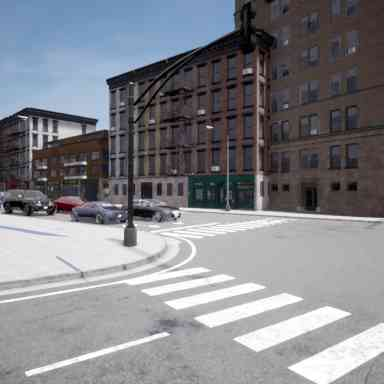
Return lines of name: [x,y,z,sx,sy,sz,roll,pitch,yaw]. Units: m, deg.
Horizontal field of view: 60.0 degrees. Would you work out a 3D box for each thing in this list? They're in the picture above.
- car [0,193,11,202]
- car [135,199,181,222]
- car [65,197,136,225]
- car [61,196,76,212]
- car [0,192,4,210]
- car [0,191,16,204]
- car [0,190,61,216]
car: [-33.169,0.897,57.589,4.674,1.442,1.812,1,0,43]
car: [-2.948,1.239,23.445,4.902,1.511,2.128,1,0,38]
car: [-6.030,1.281,21.719,4.181,1.385,1.994,1,0,37]
car: [-10.399,1.125,29.266,5.008,1.535,1.882,1,0,39]
car: [-21.149,0.876,33.850,4.553,1.767,2.097,1,0,40]
car: [-27.611,0.786,48.214,4.553,1.767,2.097,1,0,41]
car: [-13.540,0.839,27.610,5.566,2.045,2.150,1,0,39]
